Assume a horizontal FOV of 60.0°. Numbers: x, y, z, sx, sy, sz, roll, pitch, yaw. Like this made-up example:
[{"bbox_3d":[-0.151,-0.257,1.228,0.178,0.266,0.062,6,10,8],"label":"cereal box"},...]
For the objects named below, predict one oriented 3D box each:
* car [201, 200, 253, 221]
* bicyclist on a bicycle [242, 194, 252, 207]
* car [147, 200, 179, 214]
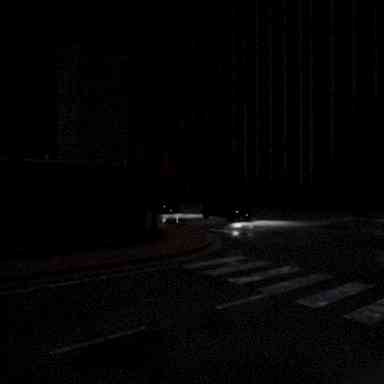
[{"bbox_3d":[2.499,1.354,25.305,1.812,1.442,4.674,0,0,-36],"label":"car"},{"bbox_3d":[6.628,1.045,40.124,1.656,1.620,0.582,-1,0,-36],"label":"bicyclist on a bicycle"},{"bbox_3d":[-3.259,1.429,33.354,1.895,1.301,4.718,0,0,-36],"label":"car"}]
